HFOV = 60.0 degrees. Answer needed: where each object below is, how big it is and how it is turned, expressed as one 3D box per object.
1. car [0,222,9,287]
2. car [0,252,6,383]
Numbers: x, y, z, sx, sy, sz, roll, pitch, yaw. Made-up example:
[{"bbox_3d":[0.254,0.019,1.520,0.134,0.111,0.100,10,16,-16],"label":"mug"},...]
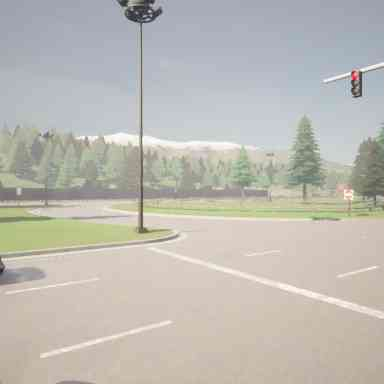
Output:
[{"bbox_3d":[-7.162,1.547,7.234,5.357,1.411,2.033,0,0,-35],"label":"car"},{"bbox_3d":[-3.314,1.352,1.380,4.553,1.767,2.097,0,0,-36],"label":"car"}]
